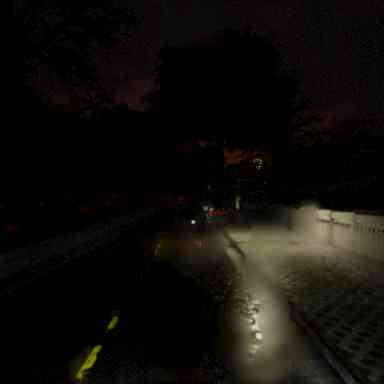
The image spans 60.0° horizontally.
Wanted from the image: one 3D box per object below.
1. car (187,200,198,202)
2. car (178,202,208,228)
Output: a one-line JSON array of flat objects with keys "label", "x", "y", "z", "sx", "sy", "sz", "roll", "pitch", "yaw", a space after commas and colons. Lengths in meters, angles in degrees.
[{"label": "car", "x": 0.075, "y": 1.790, "z": 41.413, "sx": 2.097, "sy": 1.767, "sz": 4.553, "roll": 0, "pitch": -1, "yaw": 0}, {"label": "car", "x": 0.086, "y": 1.746, "z": 24.263, "sx": 1.837, "sy": 1.490, "sz": 4.892, "roll": 0, "pitch": -1, "yaw": 0}]
